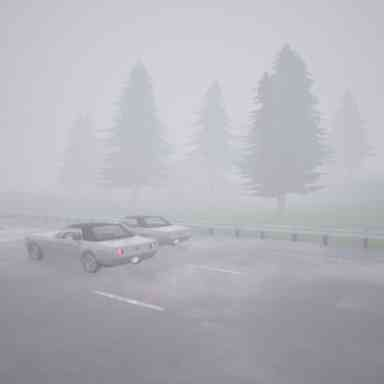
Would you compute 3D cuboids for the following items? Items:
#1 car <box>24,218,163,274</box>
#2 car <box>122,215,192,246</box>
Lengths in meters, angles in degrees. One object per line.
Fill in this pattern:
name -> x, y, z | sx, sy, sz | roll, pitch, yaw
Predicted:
car -> -3.416, 1.644, 10.750 | 4.718, 1.301, 1.895 | 0, 0, 36
car -> -2.418, 1.656, 14.341 | 4.718, 1.301, 1.895 | 0, 0, 36
